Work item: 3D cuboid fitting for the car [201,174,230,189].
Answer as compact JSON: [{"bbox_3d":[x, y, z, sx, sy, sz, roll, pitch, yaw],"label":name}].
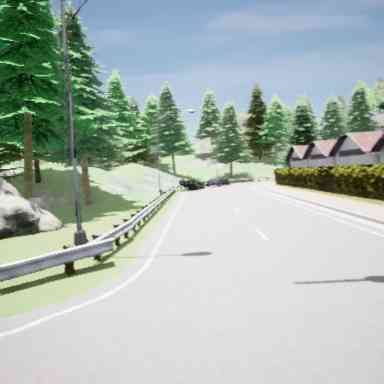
[{"bbox_3d":[3.584,-1.487,46.144,1.994,1.385,4.181,0,5,37],"label":"car"}]
